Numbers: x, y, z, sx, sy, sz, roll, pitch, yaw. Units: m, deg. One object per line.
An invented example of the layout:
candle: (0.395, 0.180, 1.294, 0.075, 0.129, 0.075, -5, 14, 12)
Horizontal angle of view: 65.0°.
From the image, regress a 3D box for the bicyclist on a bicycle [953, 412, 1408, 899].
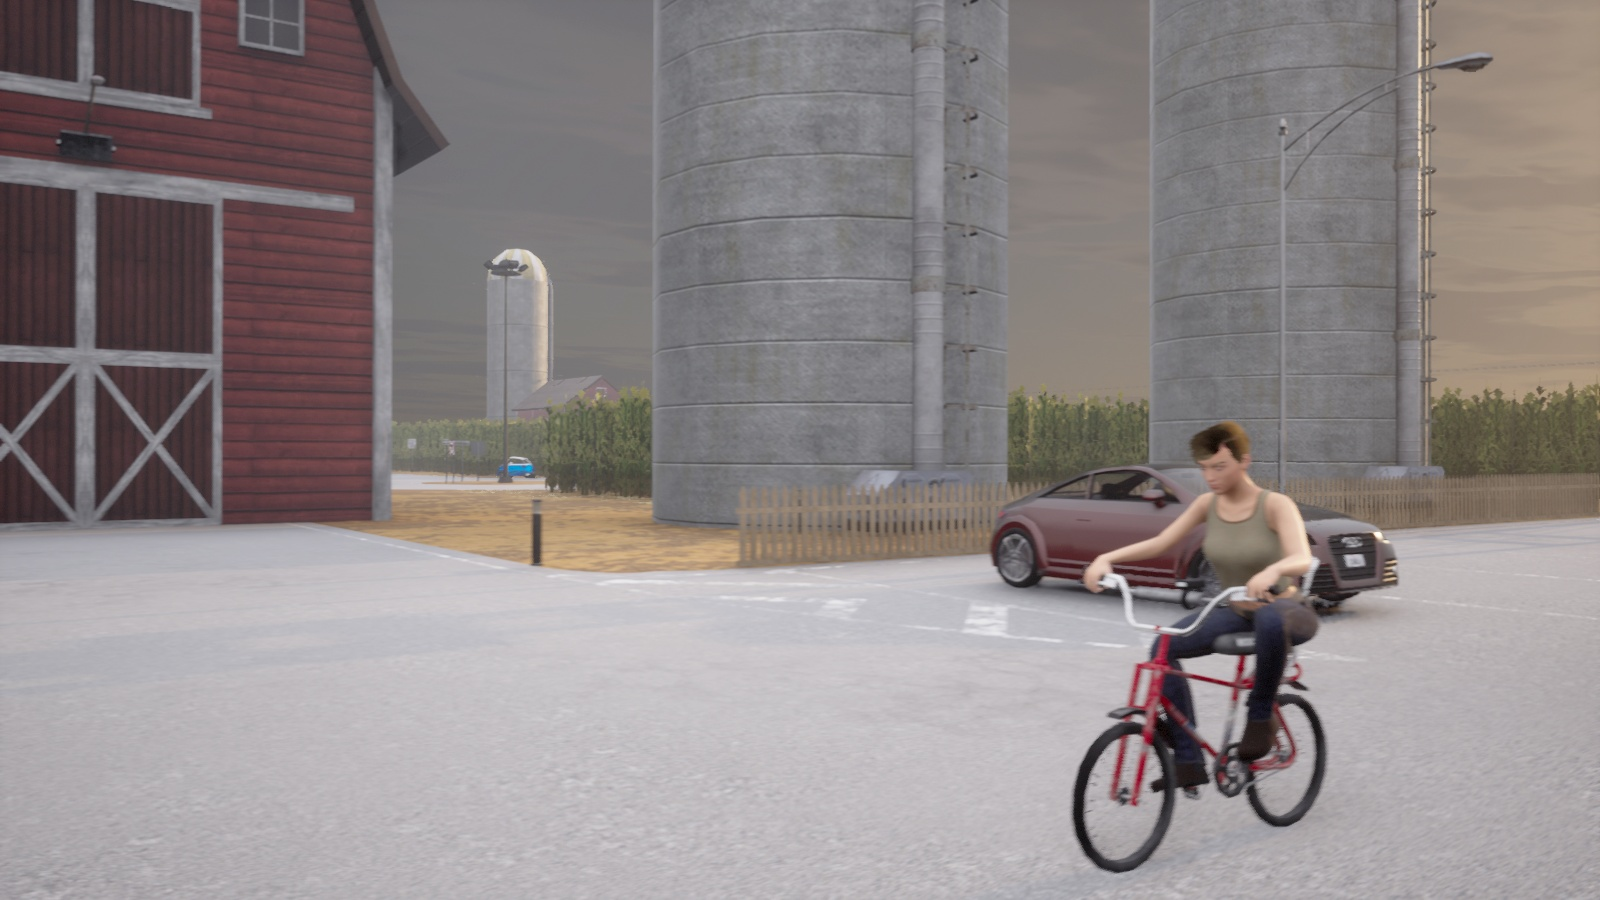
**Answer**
bicyclist on a bicycle: (1.425, 0.690, 4.657, 1.509, 1.612, 0.866, 0, 0, -35)

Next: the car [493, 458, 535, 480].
car: (-17.626, 1.167, 77.393, 2.207, 1.376, 1.481, 0, 0, 5)
